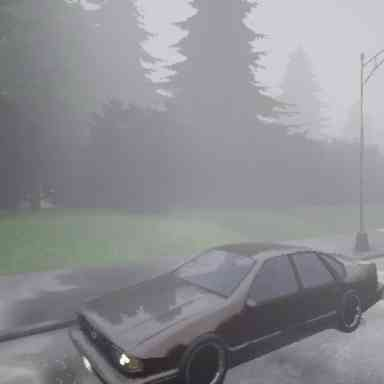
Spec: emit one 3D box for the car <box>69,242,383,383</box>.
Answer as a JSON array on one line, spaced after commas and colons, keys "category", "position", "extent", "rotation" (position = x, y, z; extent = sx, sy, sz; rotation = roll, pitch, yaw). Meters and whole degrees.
[{"category": "car", "position": [0.984, 1.563, 5.310], "extent": [5.357, 1.411, 2.033], "rotation": [0, 0, -36]}]
